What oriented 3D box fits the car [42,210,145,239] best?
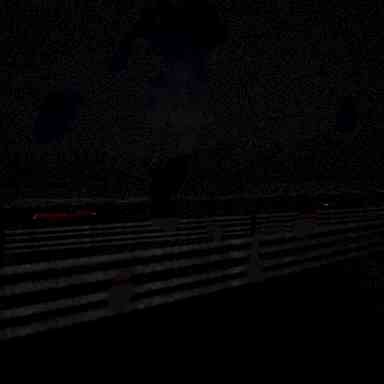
[{"bbox_3d":[-5.171,1.918,17.733,4.718,1.301,1.895,-2,1,-19],"label":"car"}]

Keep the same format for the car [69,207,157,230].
[{"bbox_3d":[-4.917,1.809,21.519,5.357,1.411,2.033,-2,1,-19],"label":"car"}]

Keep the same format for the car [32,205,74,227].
[{"bbox_3d":[-8.929,1.701,23.845,4.553,1.767,2.097,-2,1,-19],"label":"car"}]

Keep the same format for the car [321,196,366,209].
[{"bbox_3d":[14.503,1.101,31.866,4.181,1.385,1.994,-2,1,-19],"label":"car"}]
